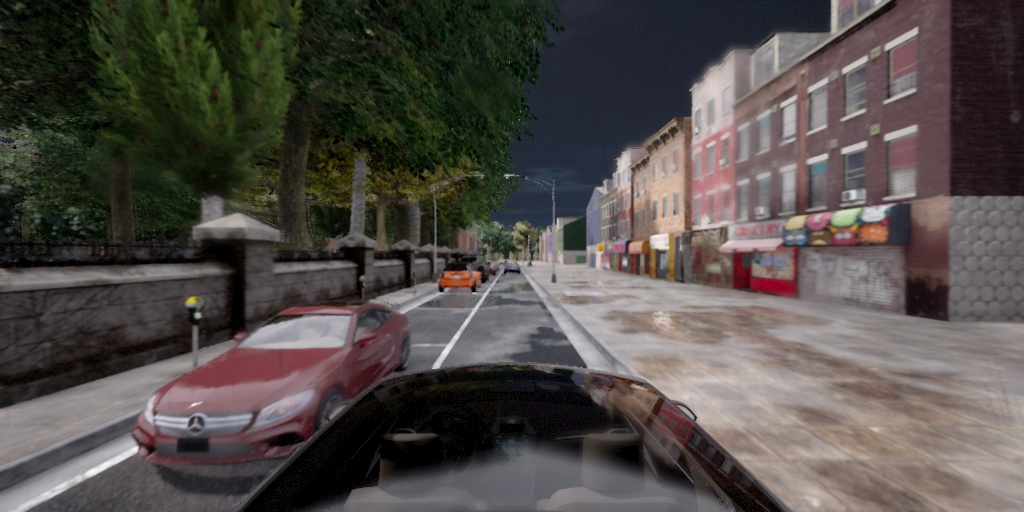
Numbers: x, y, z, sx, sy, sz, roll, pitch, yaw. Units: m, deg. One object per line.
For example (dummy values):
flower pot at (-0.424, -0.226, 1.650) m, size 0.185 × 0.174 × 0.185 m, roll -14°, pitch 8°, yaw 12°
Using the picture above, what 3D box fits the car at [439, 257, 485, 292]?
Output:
car at (-2.992, 1.138, 21.579) m, size 2.097 × 1.767 × 4.553 m, roll 0°, pitch 0°, yaw 0°

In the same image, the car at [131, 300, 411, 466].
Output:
car at (-2.639, 1.336, 5.069) m, size 1.802 × 1.307 × 4.207 m, roll 0°, pitch 0°, yaw 0°

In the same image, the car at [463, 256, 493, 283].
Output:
car at (-2.987, 1.032, 28.640) m, size 2.150 × 2.045 × 5.566 m, roll 0°, pitch 0°, yaw 0°

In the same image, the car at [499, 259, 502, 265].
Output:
car at (-2.647, 1.409, 44.887) m, size 2.007 × 1.370 × 4.403 m, roll 0°, pitch 0°, yaw 0°

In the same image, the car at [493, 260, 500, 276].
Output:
car at (-2.646, 1.383, 39.199) m, size 1.888 × 1.381 × 4.507 m, roll 0°, pitch 0°, yaw 0°

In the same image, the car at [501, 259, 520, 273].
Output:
car at (0.045, 1.422, 44.679) m, size 1.994 × 1.385 × 4.181 m, roll 0°, pitch 0°, yaw 0°
